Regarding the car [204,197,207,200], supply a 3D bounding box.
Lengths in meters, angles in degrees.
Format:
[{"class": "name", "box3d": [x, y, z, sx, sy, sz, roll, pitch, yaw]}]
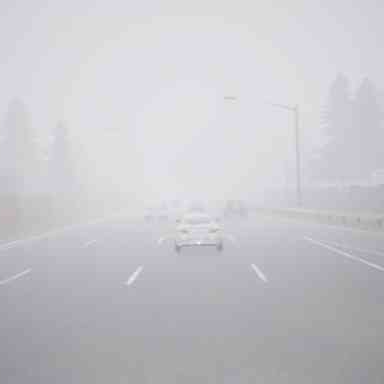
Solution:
[{"class": "car", "box3d": [4.465, 2.151, 95.100, 1.895, 1.301, 4.718, -2, 0, 1]}]

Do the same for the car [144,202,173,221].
[{"class": "car", "box3d": [-3.078, 1.897, 30.217, 1.895, 1.301, 4.718, -2, 0, 1]}]

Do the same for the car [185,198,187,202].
[{"class": "car", "box3d": [-2.538, 2.218, 94.822, 1.882, 1.535, 5.008, -2, 0, 1]}]

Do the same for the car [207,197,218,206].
[{"class": "car", "box3d": [4.233, 1.852, 61.803, 1.812, 1.442, 4.674, -2, 0, 1]}]

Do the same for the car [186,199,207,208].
[{"class": "car", "box3d": [0.533, 1.880, 41.332, 1.895, 1.301, 4.718, -2, 0, 1]}]

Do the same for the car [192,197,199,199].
[{"class": "car", "box3d": [0.719, 1.828, 69.279, 2.097, 1.767, 4.553, -1, 0, 1]}]

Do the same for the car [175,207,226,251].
[{"class": "car", "box3d": [0.263, 1.622, 14.478, 1.812, 1.442, 4.674, -2, 0, 1]}]

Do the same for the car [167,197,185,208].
[{"class": "car", "box3d": [-2.797, 1.968, 58.697, 1.882, 1.535, 5.008, -2, 0, 1]}]

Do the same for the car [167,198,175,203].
[{"class": "car", "box3d": [-6.031, 2.376, 95.275, 2.033, 1.411, 5.357, -2, 0, 1]}]

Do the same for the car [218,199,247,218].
[{"class": "car", "box3d": [3.928, 1.472, 31.681, 2.097, 1.767, 4.553, -2, 0, 1]}]

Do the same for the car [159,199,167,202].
[{"class": "car", "box3d": [-6.253, 2.223, 72.822, 2.033, 1.411, 5.357, -2, 0, 1]}]
